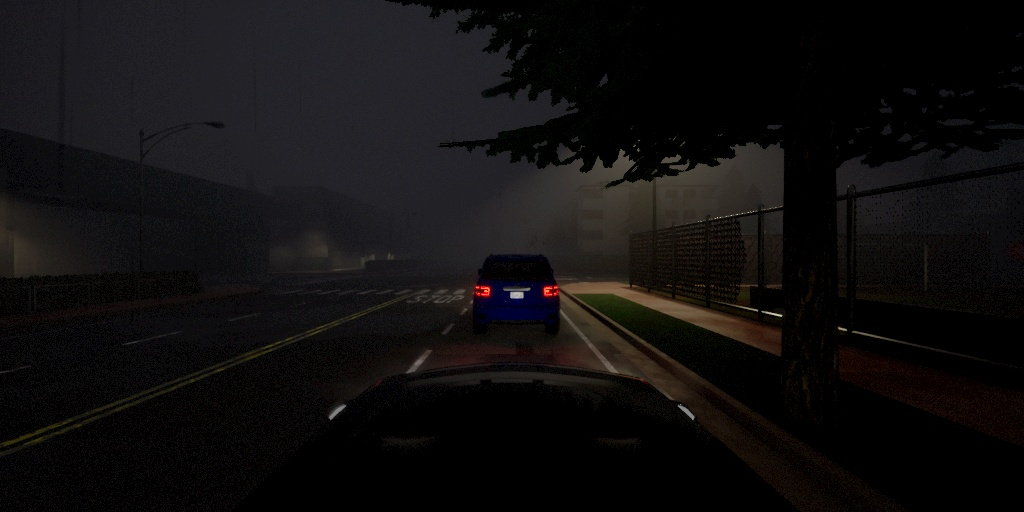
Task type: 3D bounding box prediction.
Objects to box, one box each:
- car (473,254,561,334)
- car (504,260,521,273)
[{"bbox_3d":[0.115,0.972,10.727,2.150,2.045,5.566,0,0,0],"label":"car"},{"bbox_3d":[0.025,1.242,45.602,2.128,1.511,4.902,0,0,0],"label":"car"}]
